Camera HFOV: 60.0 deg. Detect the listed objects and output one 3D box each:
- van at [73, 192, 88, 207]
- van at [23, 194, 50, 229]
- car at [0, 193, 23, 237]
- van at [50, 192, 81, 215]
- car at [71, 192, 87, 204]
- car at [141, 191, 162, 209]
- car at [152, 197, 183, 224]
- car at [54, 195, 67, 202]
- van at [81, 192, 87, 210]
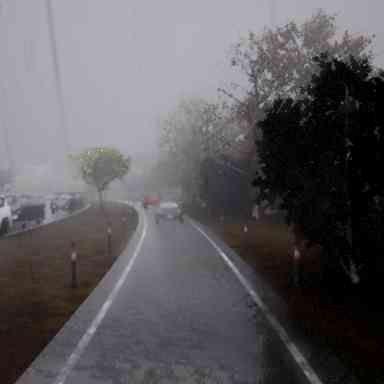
[{"bbox_3d":[-15.673,1.023,46.871,1.878,1.987,4.442,1,-1,-19],"label":"van"},{"bbox_3d":[-10.126,1.081,19.511,1.878,1.987,4.442,1,-1,-8],"label":"van"},{"bbox_3d":[-9.633,1.094,14.031,2.435,2.045,5.566,1,-1,-7],"label":"car"},{"bbox_3d":[-11.733,1.024,30.581,1.878,1.987,4.442,1,-1,-12],"label":"van"},{"bbox_3d":[-21.402,1.104,62.720,2.435,2.045,5.566,2,-2,-23],"label":"car"},{"bbox_3d":[-4.796,0.874,39.679,2.150,2.045,5.566,-1,1,-13],"label":"car"},{"bbox_3d":[-1.672,1.333,23.075,1.812,1.442,4.674,0,1,-8],"label":"car"},{"bbox_3d":[-34.297,1.681,86.696,2.097,1.535,5.008,-1,0,-33],"label":"car"},{"bbox_3d":[-12.863,1.013,36.045,1.878,1.987,4.442,1,-1,-14],"label":"van"}]
